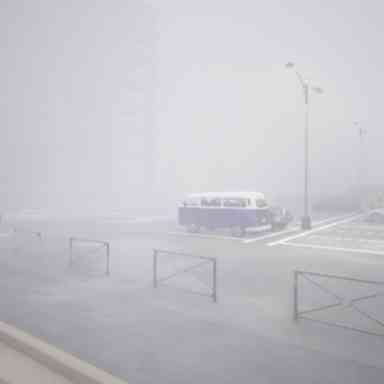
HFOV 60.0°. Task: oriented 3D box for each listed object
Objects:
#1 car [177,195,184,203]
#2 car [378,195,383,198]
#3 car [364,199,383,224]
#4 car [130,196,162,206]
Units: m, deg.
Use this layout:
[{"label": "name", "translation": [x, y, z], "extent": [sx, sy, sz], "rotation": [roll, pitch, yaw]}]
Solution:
[{"label": "car", "translation": [-4.534, 1.014, 77.949], "extent": [1.851, 1.617, 3.988], "rotation": [0, 0, 36]}, {"label": "car", "translation": [16.563, 1.139, 25.977], "extent": [4.605, 1.855, 1.932], "rotation": [0, 0, 36]}, {"label": "car", "translation": [13.315, 1.382, 21.441], "extent": [3.806, 1.475, 1.970], "rotation": [0, 0, 36]}, {"label": "car", "translation": [-6.680, 1.305, 49.100], "extent": [2.033, 1.411, 5.357], "rotation": [0, 0, 36]}]
